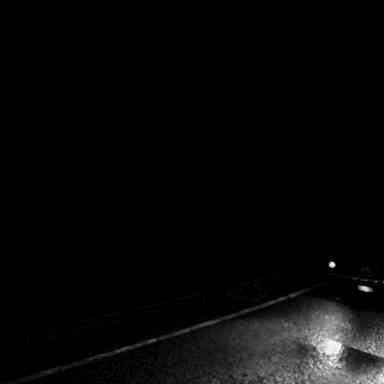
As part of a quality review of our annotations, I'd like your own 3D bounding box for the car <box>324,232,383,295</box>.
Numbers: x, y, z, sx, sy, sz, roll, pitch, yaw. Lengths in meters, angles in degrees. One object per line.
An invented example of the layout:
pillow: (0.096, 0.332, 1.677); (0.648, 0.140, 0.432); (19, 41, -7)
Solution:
car: (5.222, 1.761, 8.562); (4.718, 1.301, 1.895); (1, -2, -44)
